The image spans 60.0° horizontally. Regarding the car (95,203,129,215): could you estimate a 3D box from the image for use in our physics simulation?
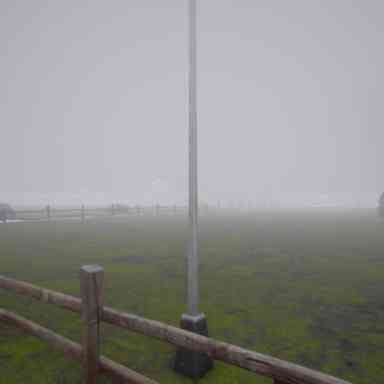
[{"bbox_3d":[-10.290,2.160,42.986,2.128,1.511,4.902,-1,-1,35],"label":"car"}]

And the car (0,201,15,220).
[{"bbox_3d":[-18.999,1.752,30.704,2.097,1.767,4.553,-1,-2,35],"label":"car"}]

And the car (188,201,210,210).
[{"bbox_3d":[1.217,2.389,59.060,2.097,1.767,4.553,-1,-2,35],"label":"car"}]
